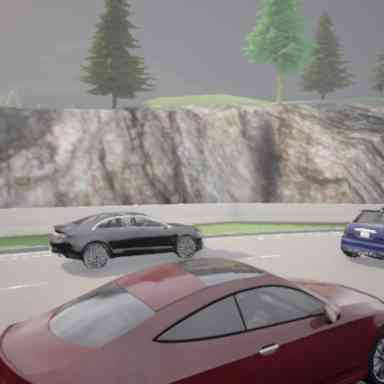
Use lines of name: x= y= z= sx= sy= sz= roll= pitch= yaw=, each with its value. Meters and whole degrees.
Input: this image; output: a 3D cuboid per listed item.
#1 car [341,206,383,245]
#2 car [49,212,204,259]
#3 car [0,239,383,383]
car: x=7.117 y=1.290 z=10.648 sx=4.553 sy=1.767 sz=2.097 roll=0 pitch=1 yaw=-21
car: x=-1.900 y=1.385 z=10.644 sx=4.902 sy=1.511 sz=2.128 roll=0 pitch=0 yaw=-30
car: x=0.421 y=1.492 z=3.688 sx=4.674 sy=1.442 sz=1.812 roll=0 pitch=0 yaw=-32
